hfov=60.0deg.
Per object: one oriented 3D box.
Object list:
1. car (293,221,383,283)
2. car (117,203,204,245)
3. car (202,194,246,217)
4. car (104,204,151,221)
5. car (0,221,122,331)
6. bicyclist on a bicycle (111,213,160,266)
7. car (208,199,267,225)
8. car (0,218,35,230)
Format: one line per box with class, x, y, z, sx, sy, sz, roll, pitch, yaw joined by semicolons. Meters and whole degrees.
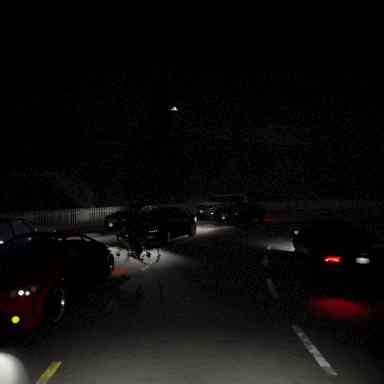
car;4.182;1.548;9.749;2.033;1.411;5.357;0;0;10
car;-1.265;1.505;15.691;1.837;1.490;4.892;0;0;21
car;2.661;1.221;28.598;2.150;2.045;5.566;0;0;44
car;-3.226;1.491;19.919;2.128;1.511;4.902;0;0;27
car;-3.125;1.564;6.936;1.994;1.385;4.181;0;0;6
bicyclist on a bicycle;-1.790;1.454;10.104;1.656;1.620;0.582;-1;0;10
car;3.709;1.491;24.466;2.128;1.511;4.902;0;0;40
car;-6.287;1.547;10.286;2.033;1.411;5.357;0;0;9
